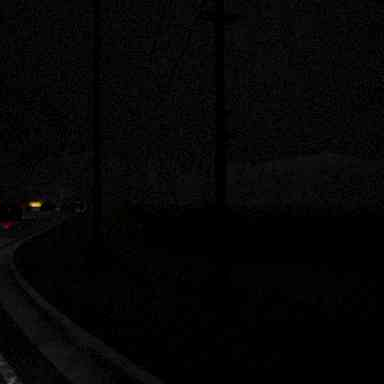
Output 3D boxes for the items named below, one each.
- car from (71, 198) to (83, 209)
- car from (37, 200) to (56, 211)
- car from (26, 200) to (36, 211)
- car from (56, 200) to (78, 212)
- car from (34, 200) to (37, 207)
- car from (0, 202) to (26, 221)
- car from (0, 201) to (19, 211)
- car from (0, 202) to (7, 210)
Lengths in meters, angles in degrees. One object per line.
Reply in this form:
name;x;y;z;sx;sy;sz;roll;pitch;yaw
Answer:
car;-22.556;2.174;64.873;2.150;2.045;5.566;0;-1;-13
car;-23.840;2.328;55.472;2.128;1.511;4.902;0;-1;-13
car;-26.992;2.422;53.167;1.895;1.301;4.718;0;-1;-13
car;-19.389;2.331;51.885;1.994;1.385;4.181;0;-1;-13
car;-29.302;2.283;62.872;1.882;1.535;5.008;0;-1;-13
car;-18.555;1.874;33.265;2.097;1.767;4.553;0;-1;-13
car;-31.286;2.377;56.525;2.128;1.511;4.902;0;-1;-13
car;-36.263;2.575;61.888;1.895;1.301;4.718;0;-1;-13
